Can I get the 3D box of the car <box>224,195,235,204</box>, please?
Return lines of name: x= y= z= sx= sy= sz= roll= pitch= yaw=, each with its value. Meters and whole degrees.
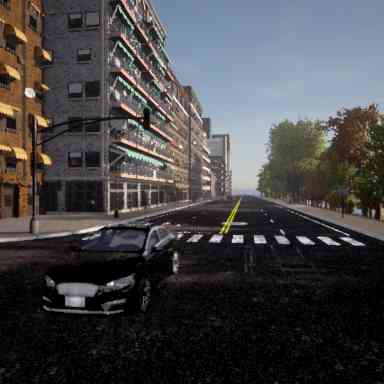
car: x=7.241 y=1.360 z=63.880 sx=2.097 sy=1.767 sz=4.553 roll=0 pitch=0 yaw=9

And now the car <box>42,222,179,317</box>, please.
car: x=-1.551 y=1.536 z=7.906 sx=2.128 sy=1.511 sz=4.902 roll=0 pitch=0 yaw=9
